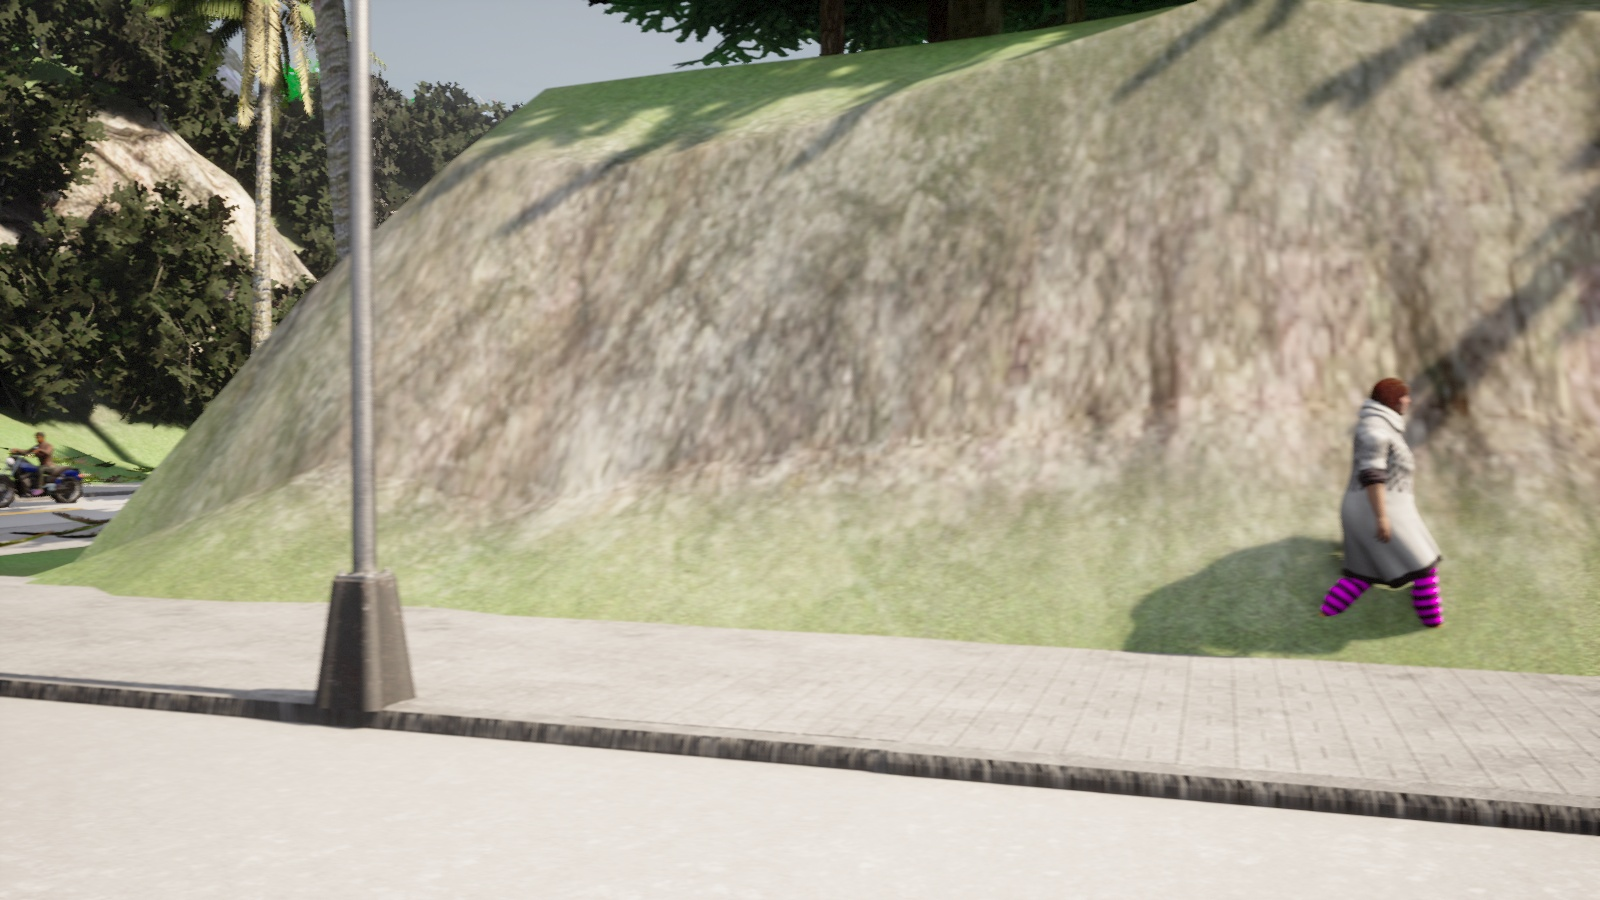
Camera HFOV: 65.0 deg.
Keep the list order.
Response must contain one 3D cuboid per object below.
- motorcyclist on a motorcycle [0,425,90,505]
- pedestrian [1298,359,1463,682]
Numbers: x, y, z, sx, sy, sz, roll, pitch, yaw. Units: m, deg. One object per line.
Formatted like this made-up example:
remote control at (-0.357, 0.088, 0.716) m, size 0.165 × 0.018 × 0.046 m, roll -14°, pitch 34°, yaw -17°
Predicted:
motorcyclist on a motorcycle at (-16.424, 0.287, 26.745) m, size 0.766 × 1.649 × 2.350 m, roll 1°, pitch 1°, yaw 19°
pedestrian at (3.683, 0.422, 8.037) m, size 0.873 × 1.952 × 0.659 m, roll 1°, pitch 1°, yaw 18°
